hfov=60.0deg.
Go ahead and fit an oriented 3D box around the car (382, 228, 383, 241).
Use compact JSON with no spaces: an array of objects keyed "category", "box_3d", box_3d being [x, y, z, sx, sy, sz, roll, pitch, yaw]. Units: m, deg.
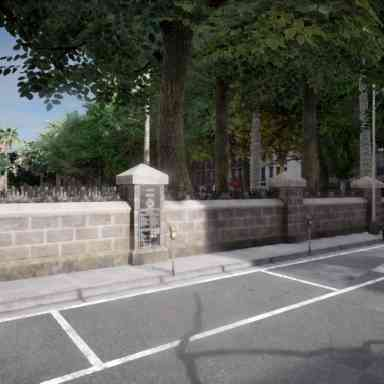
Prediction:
[{"category":"car","box_3d":[6.714,1.523,8.163,4.674,1.442,1.812,0,0,-35]}]
